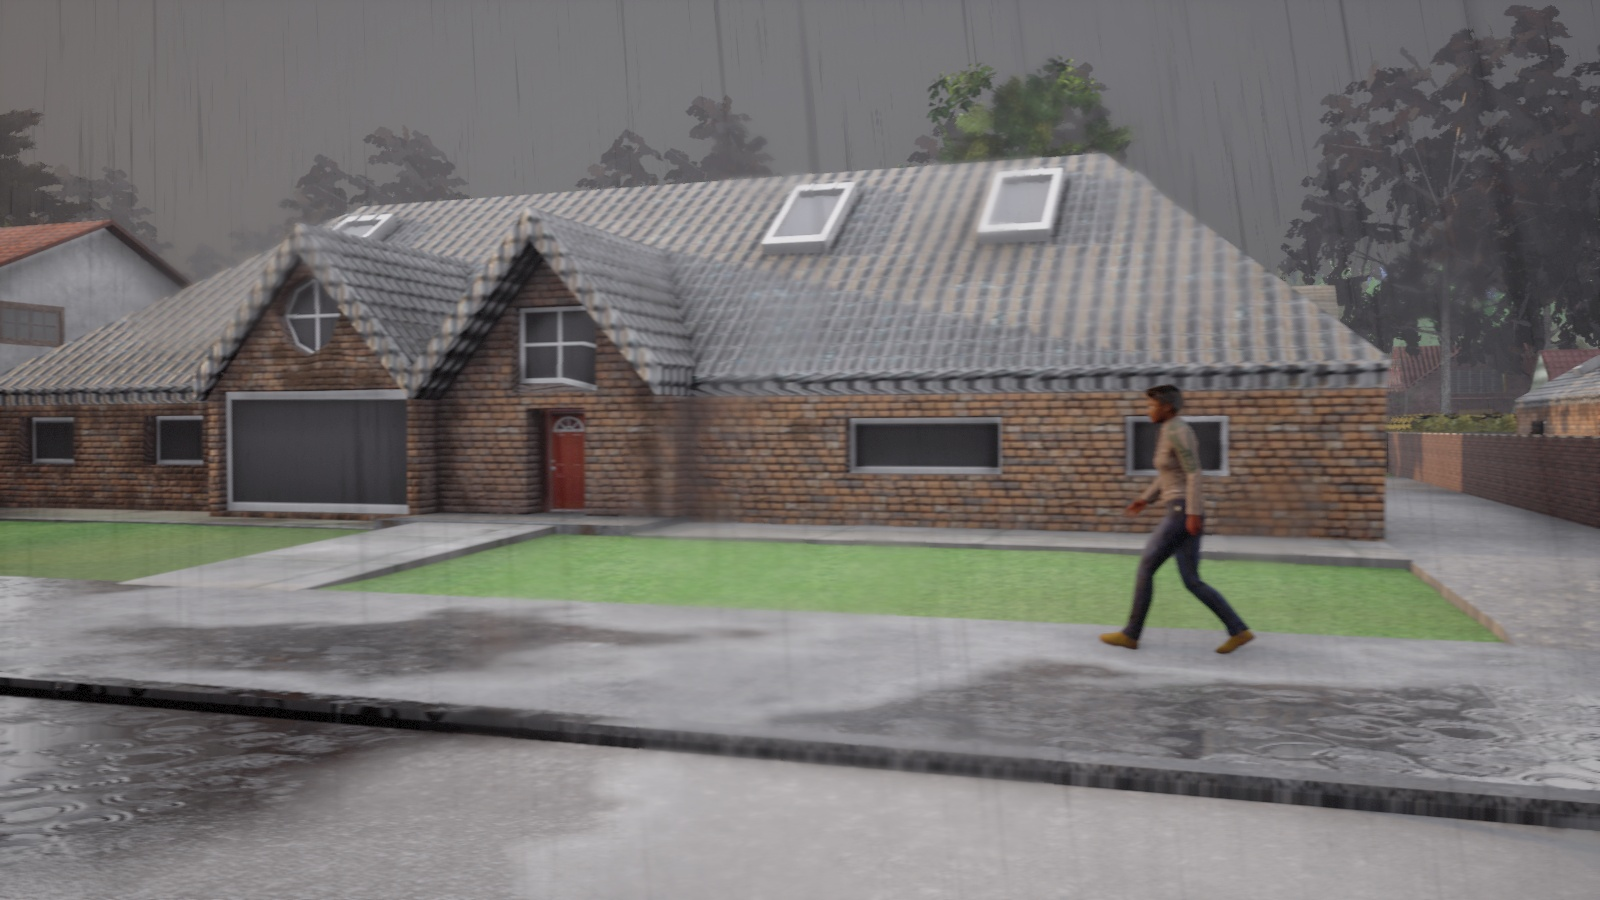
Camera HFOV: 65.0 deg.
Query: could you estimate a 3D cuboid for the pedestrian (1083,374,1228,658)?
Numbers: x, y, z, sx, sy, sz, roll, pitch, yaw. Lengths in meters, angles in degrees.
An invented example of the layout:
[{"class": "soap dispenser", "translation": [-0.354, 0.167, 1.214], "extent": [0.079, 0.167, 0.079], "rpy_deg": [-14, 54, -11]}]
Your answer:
[{"class": "pedestrian", "translation": [2.339, 0.413, 8.270], "extent": [0.869, 1.805, 0.328], "rpy_deg": [1, 1, 23]}]
